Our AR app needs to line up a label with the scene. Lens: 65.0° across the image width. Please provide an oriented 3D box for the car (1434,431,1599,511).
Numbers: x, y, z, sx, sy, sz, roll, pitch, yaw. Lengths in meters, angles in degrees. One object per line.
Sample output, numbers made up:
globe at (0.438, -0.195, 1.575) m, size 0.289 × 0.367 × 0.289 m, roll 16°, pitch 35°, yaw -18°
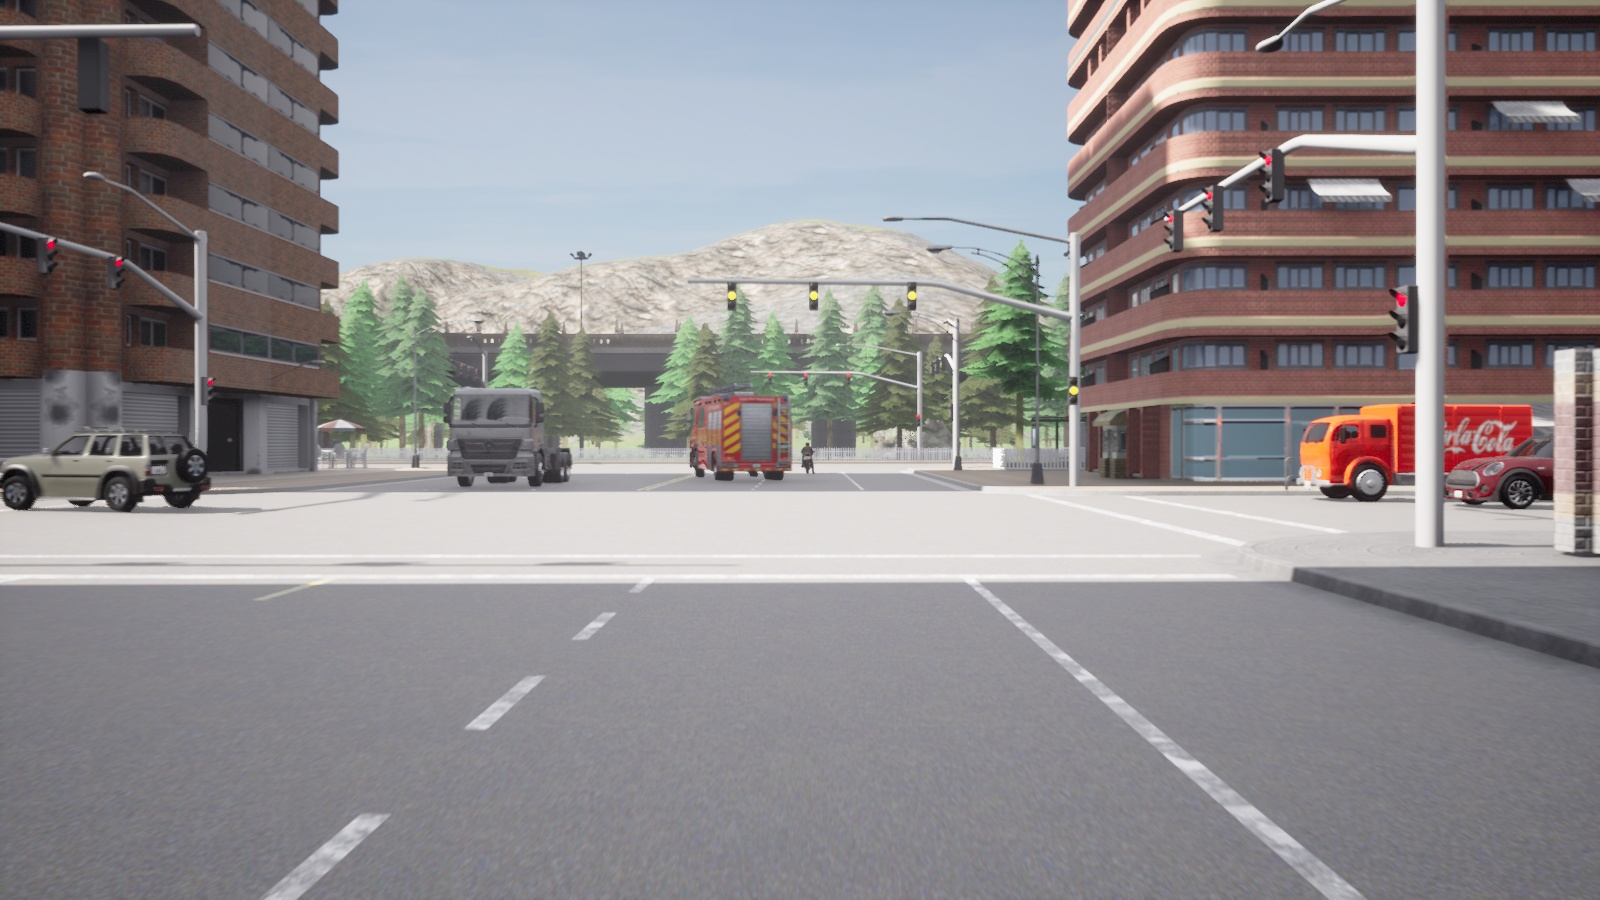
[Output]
car at (17.286, 0.457, 28.684) m, size 4.553 × 1.767 × 2.097 m, roll 0°, pitch 0°, yaw 0°

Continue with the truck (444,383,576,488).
truck at (-10.224, -0.498, 45.191) m, size 2.891 × 3.462 × 7.936 m, roll 0°, pitch 0°, yaw 0°

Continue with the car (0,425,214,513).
car at (-15.723, 0.392, 28.093) m, size 4.605 × 1.855 × 1.932 m, roll 0°, pitch 0°, yaw 17°

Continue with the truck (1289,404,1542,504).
truck at (15.638, 0.091, 32.182) m, size 5.204 × 2.467 × 2.627 m, roll 0°, pitch 0°, yaw 0°

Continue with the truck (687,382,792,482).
truck at (-2.704, -0.718, 52.867) m, size 2.891 × 3.827 × 8.468 m, roll 0°, pitch 0°, yaw -13°
